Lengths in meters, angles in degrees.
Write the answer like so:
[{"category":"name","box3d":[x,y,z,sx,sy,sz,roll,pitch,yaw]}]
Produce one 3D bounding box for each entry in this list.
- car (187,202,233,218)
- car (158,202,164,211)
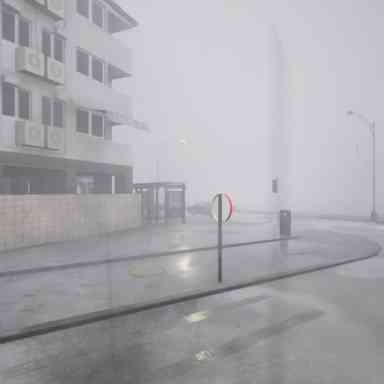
[{"category":"car","box3d":[1.551,1.599,30.462,1.895,1.301,4.718,0,0,-35]},{"category":"car","box3d":[-5.171,1.546,39.908,2.033,1.411,5.357,0,0,-36]}]
